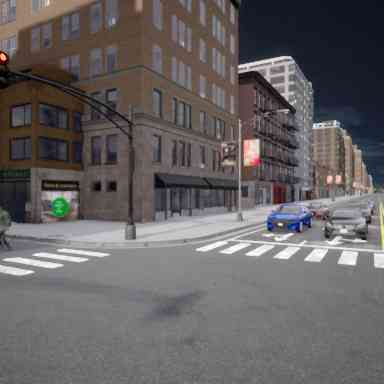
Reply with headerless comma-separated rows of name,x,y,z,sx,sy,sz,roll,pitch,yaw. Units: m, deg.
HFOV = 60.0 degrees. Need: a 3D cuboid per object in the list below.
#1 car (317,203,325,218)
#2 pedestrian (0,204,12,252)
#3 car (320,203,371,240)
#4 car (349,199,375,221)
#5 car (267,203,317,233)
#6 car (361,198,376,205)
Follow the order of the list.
car,10.420,1.583,28.050,1.994,1.385,4.181,0,0,29
pedestrian,-7.067,1.325,12.374,0.375,1.860,0.375,0,0,30
car,8.088,1.539,17.273,1.812,1.442,4.674,0,0,29
car,12.624,1.521,25.337,1.837,1.490,4.892,0,0,29
car,6.033,1.494,20.235,1.882,1.535,5.008,0,0,29
car,17.541,1.523,34.059,1.837,1.490,4.892,0,0,30
